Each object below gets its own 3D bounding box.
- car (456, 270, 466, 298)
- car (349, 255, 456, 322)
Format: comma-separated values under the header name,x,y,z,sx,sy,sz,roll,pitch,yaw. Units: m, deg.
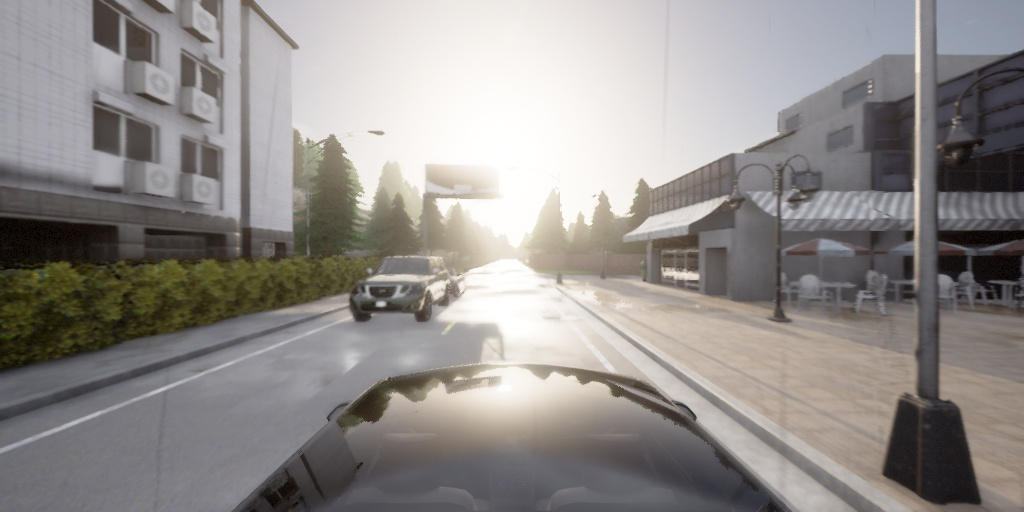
name,x,y,z,sx,sy,sz,roll,pitch,yaw
car,-3.524,1.314,18.323,1.994,1.385,4.181,0,0,0
car,-3.601,0.974,12.633,2.150,2.045,5.566,0,0,0
